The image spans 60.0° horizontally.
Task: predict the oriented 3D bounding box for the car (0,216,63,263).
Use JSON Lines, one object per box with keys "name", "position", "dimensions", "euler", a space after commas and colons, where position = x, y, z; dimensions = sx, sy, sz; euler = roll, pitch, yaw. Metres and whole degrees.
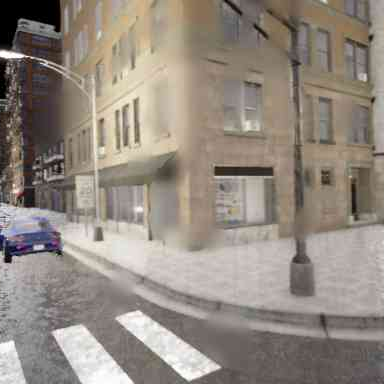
{"name": "car", "position": [-6.232, 1.655, 12.673], "dimensions": [1.812, 1.442, 4.674], "euler": [-2, 0, -34]}
